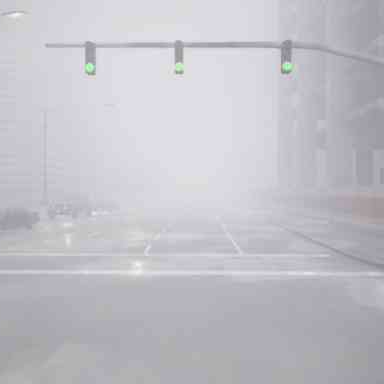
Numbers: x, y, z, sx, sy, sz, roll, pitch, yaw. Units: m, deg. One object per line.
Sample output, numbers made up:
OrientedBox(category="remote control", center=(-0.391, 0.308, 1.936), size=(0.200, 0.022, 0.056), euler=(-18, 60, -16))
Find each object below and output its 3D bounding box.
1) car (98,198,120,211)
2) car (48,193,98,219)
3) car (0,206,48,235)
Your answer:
OrientedBox(category="car", center=(-9.870, 1.418, 38.866), size=(2.033, 1.411, 5.357), euler=(0, 0, 3))
OrientedBox(category="car", center=(-10.181, 1.128, 28.289), size=(2.150, 2.045, 5.566), euler=(0, 0, 2))
OrientedBox(category="car", center=(-10.401, 1.486, 18.303), size=(2.033, 1.411, 5.357), euler=(0, 0, 4))
